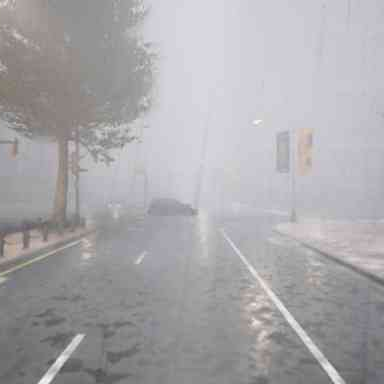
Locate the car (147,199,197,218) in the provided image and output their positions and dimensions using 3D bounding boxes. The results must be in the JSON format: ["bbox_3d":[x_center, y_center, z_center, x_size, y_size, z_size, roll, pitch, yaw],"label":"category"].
[{"bbox_3d":[-1.782,1.401,30.772,4.553,1.767,2.097,0,0,0],"label":"car"}]

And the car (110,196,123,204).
[{"bbox_3d":[-14.999,1.611,66.332,1.882,1.535,5.008,0,0,0],"label":"car"}]
